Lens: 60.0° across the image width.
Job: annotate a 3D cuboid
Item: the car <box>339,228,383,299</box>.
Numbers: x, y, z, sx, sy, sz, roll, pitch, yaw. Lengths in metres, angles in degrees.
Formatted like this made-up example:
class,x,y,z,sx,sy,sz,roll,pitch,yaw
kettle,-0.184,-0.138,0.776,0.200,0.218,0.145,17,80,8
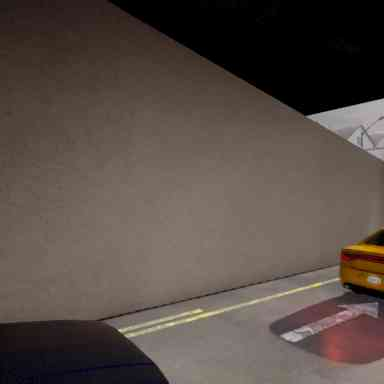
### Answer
class,x,y,z,sx,sy,sz,roll,pitch,yaw
car,5.400,1.478,7.610,5.008,1.535,1.882,0,0,-35

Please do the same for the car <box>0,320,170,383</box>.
class,x,y,z,sx,sy,sz,roll,pitch,yaw
car,-2.697,1.547,1.861,5.357,1.411,2.033,0,0,-35
